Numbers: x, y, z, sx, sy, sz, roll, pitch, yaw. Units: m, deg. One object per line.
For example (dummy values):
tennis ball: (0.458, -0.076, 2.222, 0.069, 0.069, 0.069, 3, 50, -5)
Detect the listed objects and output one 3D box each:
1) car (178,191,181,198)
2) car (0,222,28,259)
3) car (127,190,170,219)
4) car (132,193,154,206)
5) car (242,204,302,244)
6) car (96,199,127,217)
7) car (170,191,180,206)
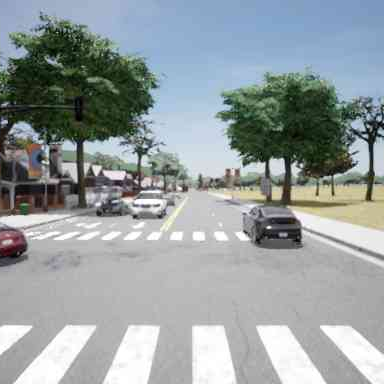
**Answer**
car: (-2.901, 0.508, 57.903, 1.882, 1.535, 5.008, 0, 1, 0)
car: (-7.355, 1.465, 10.446, 4.181, 1.385, 1.994, 0, 1, 18)
car: (-3.195, 0.908, 25.787, 2.150, 2.045, 5.566, 0, 1, 0)
car: (-6.324, 0.969, 43.564, 2.128, 1.511, 4.902, 0, 1, 0)
car: (3.434, 1.323, 14.864, 1.837, 1.490, 4.892, 0, 1, 0)
car: (-6.434, 1.232, 27.316, 1.994, 1.385, 4.181, 0, 1, 0)
car: (-3.086, 0.988, 42.048, 2.128, 1.511, 4.902, 0, 1, 1)
